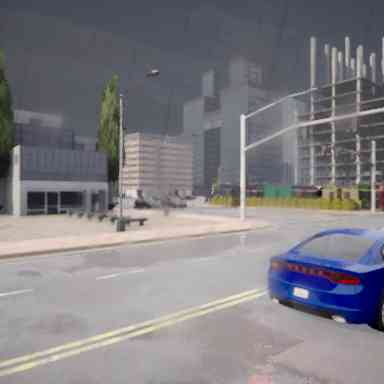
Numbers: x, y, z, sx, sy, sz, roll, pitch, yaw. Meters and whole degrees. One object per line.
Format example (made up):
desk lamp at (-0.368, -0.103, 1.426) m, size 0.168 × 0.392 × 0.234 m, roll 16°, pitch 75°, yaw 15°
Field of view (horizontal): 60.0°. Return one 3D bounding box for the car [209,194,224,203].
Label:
car at (6.302, 1.581, 70.347) m, size 3.806 × 1.475 × 1.970 m, roll 0°, pitch 0°, yaw -39°

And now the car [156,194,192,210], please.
car at (-2.539, 1.467, 45.812) m, size 2.097 × 1.767 × 4.553 m, roll 0°, pitch 0°, yaw -38°

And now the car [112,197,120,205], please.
car at (-15.090, 1.641, 62.230) m, size 2.128 × 1.511 × 4.902 m, roll 0°, pitch 0°, yaw -38°

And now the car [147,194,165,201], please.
car at (-9.712, 1.375, 90.080) m, size 4.605 × 1.855 × 1.932 m, roll 0°, pitch 0°, yaw -39°

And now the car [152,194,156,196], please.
car at (-7.928, 1.374, 87.801) m, size 3.866 × 1.878 × 1.905 m, roll 0°, pitch 0°, yaw -39°

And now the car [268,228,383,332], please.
car at (3.678, 1.499, 7.017) m, size 5.008 × 1.535 × 1.882 m, roll 0°, pitch 0°, yaw -40°

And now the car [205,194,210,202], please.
car at (4.484, 1.346, 72.601) m, size 3.866 × 1.878 × 1.905 m, roll 0°, pitch 0°, yaw -39°

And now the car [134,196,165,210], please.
car at (-6.097, 1.613, 44.693) m, size 1.837 × 1.490 × 4.892 m, roll 0°, pitch 0°, yaw -38°
